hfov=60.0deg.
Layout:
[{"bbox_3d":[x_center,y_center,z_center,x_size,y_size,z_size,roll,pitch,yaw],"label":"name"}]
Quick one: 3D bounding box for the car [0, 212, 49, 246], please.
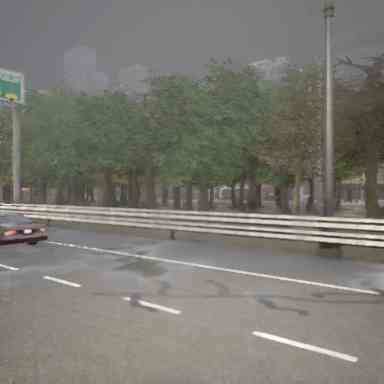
[{"bbox_3d":[-8.268,1.544,14.075,5.357,1.411,2.033,0,0,36],"label":"car"}]
